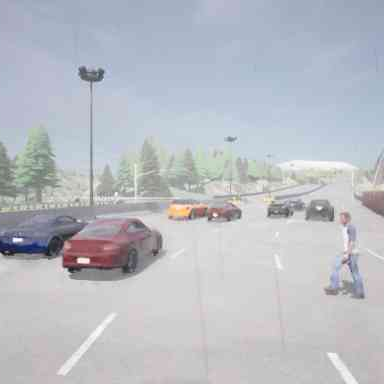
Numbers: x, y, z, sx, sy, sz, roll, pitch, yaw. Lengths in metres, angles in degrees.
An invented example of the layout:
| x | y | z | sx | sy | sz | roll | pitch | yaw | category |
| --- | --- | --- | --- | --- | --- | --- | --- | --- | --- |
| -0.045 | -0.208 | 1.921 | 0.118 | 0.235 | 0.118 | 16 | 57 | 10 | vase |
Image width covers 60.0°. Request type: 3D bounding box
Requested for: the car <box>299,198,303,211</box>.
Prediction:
| x | y | z | sx | sy | sz | roll | pitch | yaw | category |
| --- | --- | --- | --- | --- | --- | --- | --- | --- | --- |
| 12.502 | 1.490 | 40.124 | 2.128 | 1.511 | 4.902 | 0 | 0 | 25 | car |

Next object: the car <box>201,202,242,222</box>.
| x | y | z | sx | sy | sz | roll | pitch | yaw | category |
| --- | --- | --- | --- | --- | --- | --- | --- | --- | --- |
| 2.648 | 1.525 | 26.714 | 1.812 | 1.442 | 4.674 | 0 | 0 | 23 | car |

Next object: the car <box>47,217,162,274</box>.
| x | y | z | sx | sy | sz | roll | pitch | yaw | category |
| --- | --- | --- | --- | --- | --- | --- | --- | --- | --- |
| -2.298 | 1.525 | 10.503 | 1.812 | 1.442 | 4.674 | 0 | 0 | 9 | car |

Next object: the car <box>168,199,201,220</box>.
| x | y | z | sx | sy | sz | roll | pitch | yaw | category |
| --- | --- | --- | --- | --- | --- | --- | --- | --- | --- |
| -0.256 | 1.352 | 28.755 | 2.097 | 1.767 | 4.553 | 0 | 0 | 23 | car |

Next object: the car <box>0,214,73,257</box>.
| x | y | z | sx | sy | sz | roll | pitch | yaw | category |
| --- | --- | --- | --- | --- | --- | --- | --- | --- | --- |
| -5.391 | 1.564 | 13.010 | 1.994 | 1.385 | 4.181 | 0 | 0 | 11 | car |

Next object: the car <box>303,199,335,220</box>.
| x | y | z | sx | sy | sz | roll | pitch | yaw | category |
| --- | --- | --- | --- | --- | --- | --- | --- | --- | --- |
| 10.884 | 1.351 | 28.059 | 2.097 | 1.767 | 4.553 | 0 | 0 | 24 | car |

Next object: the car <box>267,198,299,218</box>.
| x | y | z | sx | sy | sz | roll | pitch | yaw | category |
| --- | --- | --- | --- | --- | --- | --- | --- | --- | --- |
| 8.245 | 1.491 | 30.745 | 2.128 | 1.511 | 4.902 | 0 | 0 | 24 | car |

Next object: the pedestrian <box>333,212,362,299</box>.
| x | y | z | sx | sy | sz | roll | pitch | yaw | category |
| --- | --- | --- | --- | --- | --- | --- | --- | --- | --- |
| 3.270 | 1.294 | 7.012 | 0.375 | 1.860 | 0.375 | 0 | 0 | 7 | pedestrian |
